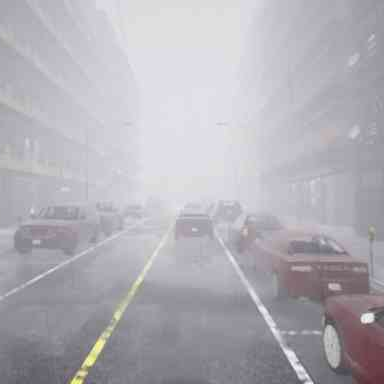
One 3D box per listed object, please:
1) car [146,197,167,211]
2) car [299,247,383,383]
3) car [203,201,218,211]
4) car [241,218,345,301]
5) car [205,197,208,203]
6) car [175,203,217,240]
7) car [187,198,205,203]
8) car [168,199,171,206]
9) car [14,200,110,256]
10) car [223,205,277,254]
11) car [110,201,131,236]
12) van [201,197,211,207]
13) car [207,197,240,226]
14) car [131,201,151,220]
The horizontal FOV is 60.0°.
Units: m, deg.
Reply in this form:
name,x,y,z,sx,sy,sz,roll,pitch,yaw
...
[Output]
name,x,y,z,sx,sy,sz,roll,pitch,yaw
car,-5.283,1.642,47.033,2.192,1.841,5.009,1,0,0
car,2.584,1.562,2.726,1.887,1.381,4.507,1,0,0
car,2.558,1.909,46.974,1.802,1.307,4.206,1,0,0
car,2.585,1.595,8.256,1.887,1.381,4.507,1,0,0
car,2.558,1.679,35.913,1.967,1.590,4.097,1,0,0
car,0.105,1.588,17.672,1.882,1.535,5.008,0,0,0
car,0.109,1.714,35.598,1.882,1.535,5.008,0,0,0
car,-5.285,2.109,69.155,1.802,1.307,4.206,1,-1,0
car,-5.289,1.401,13.851,2.192,1.841,5.009,1,0,0
car,2.596,1.526,13.788,1.967,1.590,4.097,1,0,0
car,-5.287,1.437,19.381,2.192,1.841,5.009,1,0,0
van,2.565,1.815,63.570,1.690,1.788,3.998,1,-1,0
car,2.559,1.474,24.850,2.192,1.841,5.009,1,0,0
car,-5.292,1.764,30.442,1.947,1.339,4.313,1,0,0
